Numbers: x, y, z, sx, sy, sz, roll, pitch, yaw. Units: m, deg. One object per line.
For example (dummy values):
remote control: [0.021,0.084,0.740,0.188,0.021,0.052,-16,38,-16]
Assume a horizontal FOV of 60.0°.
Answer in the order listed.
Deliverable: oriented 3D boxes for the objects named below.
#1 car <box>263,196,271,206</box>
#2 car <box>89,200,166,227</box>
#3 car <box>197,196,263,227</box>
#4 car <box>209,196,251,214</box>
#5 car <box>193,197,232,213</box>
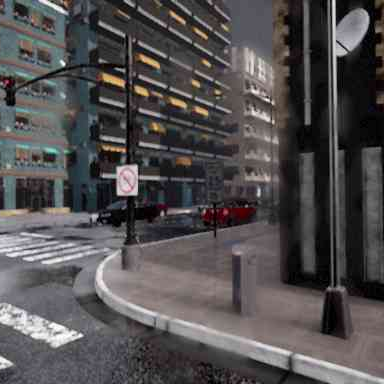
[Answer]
car: [8.847,1.222,43.500,1.947,1.339,4.313,0,0,36]
car: [-4.213,1.312,21.158,2.128,1.511,4.902,-1,0,36]
car: [2.385,1.153,20.184,1.967,1.590,4.097,0,0,36]
car: [3.795,1.218,32.160,1.837,1.490,4.892,-1,0,36]
car: [2.182,1.295,34.338,2.008,1.369,4.403,0,0,36]
